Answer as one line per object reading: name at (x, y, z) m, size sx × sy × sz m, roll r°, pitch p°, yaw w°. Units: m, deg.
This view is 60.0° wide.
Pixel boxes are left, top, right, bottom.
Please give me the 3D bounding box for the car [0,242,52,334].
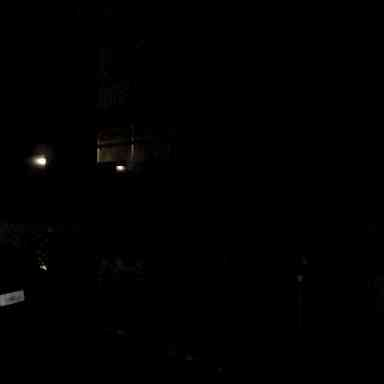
car at (-4.273, 1.564, 6.005) m, size 4.313 × 1.339 × 1.947 m, roll 0°, pitch 0°, yaw 36°
